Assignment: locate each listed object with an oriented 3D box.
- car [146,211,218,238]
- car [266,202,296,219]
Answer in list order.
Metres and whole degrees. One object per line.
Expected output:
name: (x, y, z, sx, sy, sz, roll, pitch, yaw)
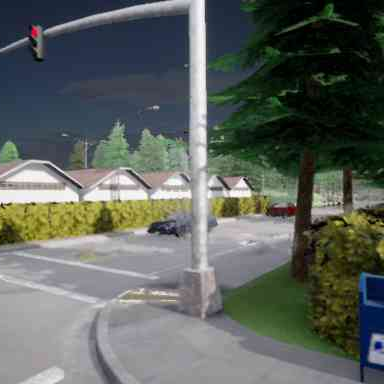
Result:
car: (-0.406, 1.898, 20.643, 2.033, 1.411, 5.357, -1, -1, 36)
car: (9.292, 1.826, 34.045, 1.882, 1.535, 5.008, -1, -1, 36)
